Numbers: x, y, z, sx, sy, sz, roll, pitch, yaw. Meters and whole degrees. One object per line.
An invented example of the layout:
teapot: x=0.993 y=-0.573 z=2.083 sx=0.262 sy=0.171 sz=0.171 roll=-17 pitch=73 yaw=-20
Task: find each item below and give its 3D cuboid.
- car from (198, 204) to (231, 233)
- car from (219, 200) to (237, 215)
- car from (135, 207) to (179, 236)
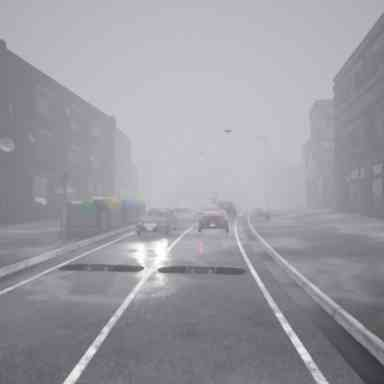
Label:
car: x=1.439 y=1.727 z=21.292 sx=1.812 sy=1.442 sz=4.674 roll=0 pitch=-1 yaw=6
car: x=4.086 y=1.746 z=38.631 sx=2.097 sy=1.767 sz=4.553 roll=0 pitch=-1 yaw=10
car: x=-1.937 y=1.679 z=19.667 sx=2.128 sy=1.511 sz=4.902 roll=0 pitch=-1 yaw=6
